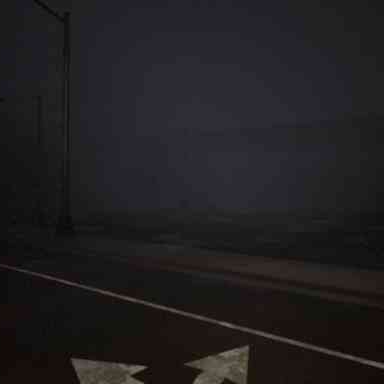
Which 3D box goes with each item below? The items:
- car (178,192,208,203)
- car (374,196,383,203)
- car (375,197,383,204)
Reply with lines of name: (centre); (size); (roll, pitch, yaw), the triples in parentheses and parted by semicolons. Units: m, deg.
car: (0.257, 0.997, 62.039); (5.566, 2.045, 2.150); (1, 0, -21)
car: (39.455, 1.574, 68.289); (1.853, 1.218, 4.536); (1, 1, 6)
car: (39.448, 1.732, 68.239); (2.038, 1.542, 4.974); (1, 1, 6)
